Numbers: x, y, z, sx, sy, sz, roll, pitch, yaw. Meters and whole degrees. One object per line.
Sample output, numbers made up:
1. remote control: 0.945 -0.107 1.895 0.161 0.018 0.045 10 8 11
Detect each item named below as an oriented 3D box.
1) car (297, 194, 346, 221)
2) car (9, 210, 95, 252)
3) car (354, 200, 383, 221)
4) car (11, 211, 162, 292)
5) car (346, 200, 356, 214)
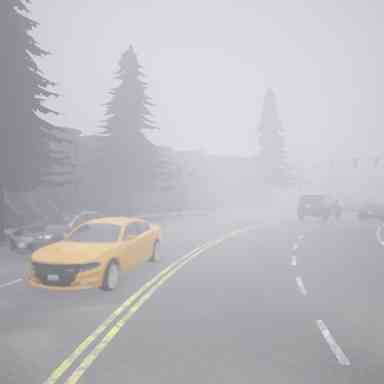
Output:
1. car: 10.492 1.220 27.259 2.150 2.045 5.566 0 0 39
2. car: -4.889 1.491 13.277 2.128 1.511 4.902 0 0 17
3. car: 15.217 1.564 27.230 1.994 1.385 4.181 0 0 43
4. car: -2.336 1.478 9.321 1.882 1.535 5.008 0 0 13
5. car: 17.552 1.547 34.699 5.357 1.411 2.033 0 0 -42
